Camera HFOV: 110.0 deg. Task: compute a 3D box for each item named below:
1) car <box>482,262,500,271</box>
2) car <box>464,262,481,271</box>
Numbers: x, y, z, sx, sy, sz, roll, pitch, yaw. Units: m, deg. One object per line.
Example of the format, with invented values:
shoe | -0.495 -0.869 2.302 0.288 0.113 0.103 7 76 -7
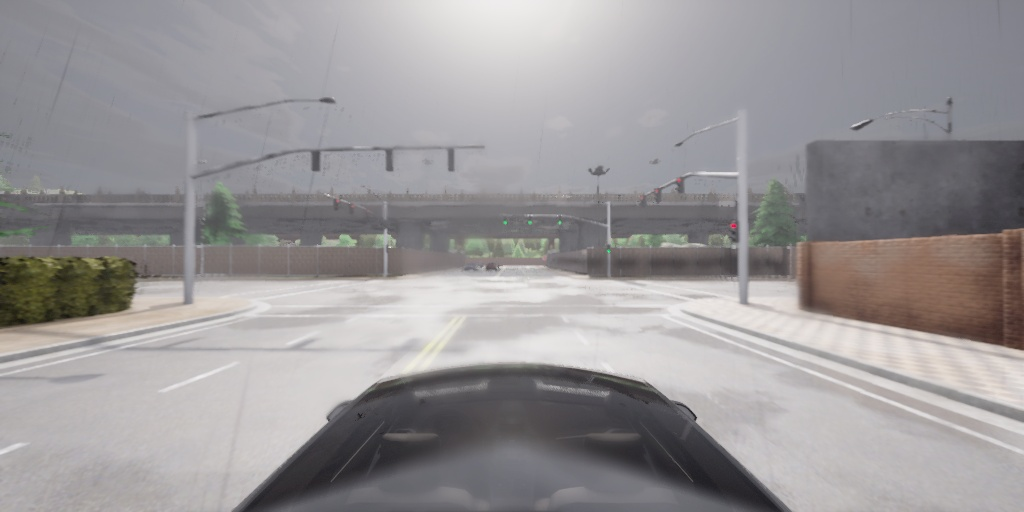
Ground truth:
car | -3.515 1.786 61.439 1.882 1.535 5.008 0 0 1
car | -7.006 1.855 61.440 2.033 1.411 5.357 0 -1 1
